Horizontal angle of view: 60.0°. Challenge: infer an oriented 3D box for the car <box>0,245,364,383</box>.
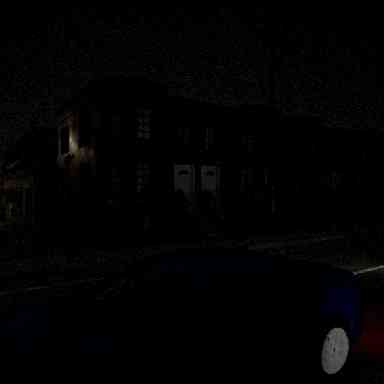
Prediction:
[{"bbox_3d":[0.009,1.478,3.976,5.008,1.535,1.882,0,0,-34],"label":"car"}]
